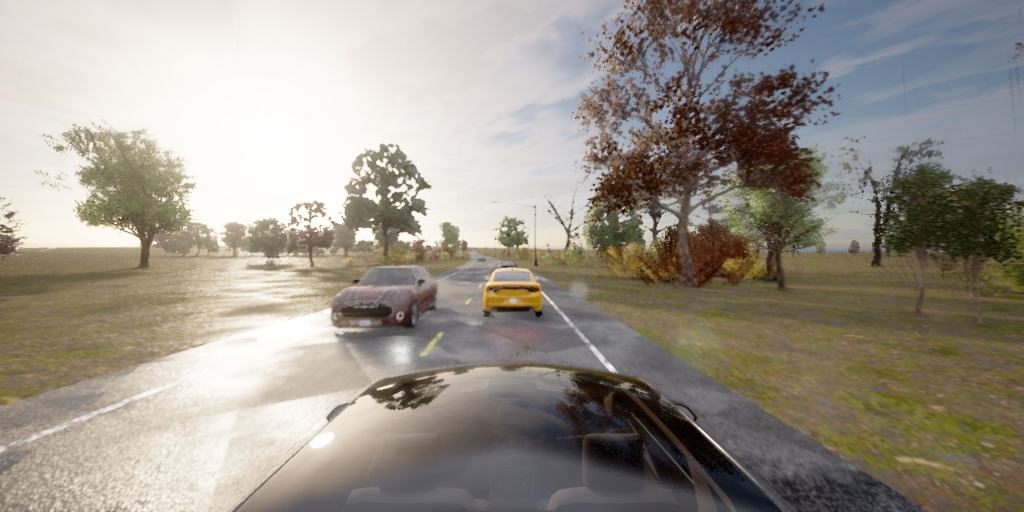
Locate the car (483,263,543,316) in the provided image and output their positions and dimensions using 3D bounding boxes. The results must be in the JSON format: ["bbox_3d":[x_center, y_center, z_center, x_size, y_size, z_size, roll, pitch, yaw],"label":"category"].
[{"bbox_3d":[0.007,1.177,13.161,1.882,1.535,5.008,0,0,-1],"label":"car"}]

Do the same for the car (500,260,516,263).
[{"bbox_3d":[-0.345,1.111,29.994,2.128,1.511,4.902,0,0,-2],"label":"car"}]

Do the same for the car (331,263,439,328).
[{"bbox_3d":[-3.668,1.064,11.127,2.097,1.767,4.553,0,0,-1],"label":"car"}]
